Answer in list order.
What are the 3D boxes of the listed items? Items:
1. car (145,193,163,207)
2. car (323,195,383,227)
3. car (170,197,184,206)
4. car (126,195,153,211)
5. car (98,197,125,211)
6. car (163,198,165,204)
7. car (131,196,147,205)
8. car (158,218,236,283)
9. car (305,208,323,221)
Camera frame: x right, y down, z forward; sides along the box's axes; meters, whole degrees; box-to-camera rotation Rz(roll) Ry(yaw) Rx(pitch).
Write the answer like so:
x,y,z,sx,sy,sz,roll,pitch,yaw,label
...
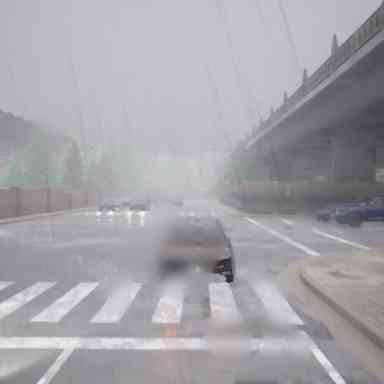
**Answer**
x,y,z,sx,sy,sz,roll,pitch,yaw,label
-6.185,1.207,50.494,2.150,2.045,5.566,0,0,1,car
12.081,1.216,22.040,5.566,2.045,2.150,0,0,0,car
-2.445,1.548,53.706,1.994,1.385,4.181,0,0,1,car
-6.360,1.493,40.641,1.837,1.490,4.892,0,0,1,car
-9.866,1.493,40.331,1.837,1.490,4.892,0,0,1,car
-5.961,1.546,60.467,1.994,1.385,4.181,0,0,2,car
-9.476,1.530,59.933,2.033,1.411,5.357,0,0,2,car
0.174,1.489,9.636,2.128,1.511,4.902,0,0,2,car
11.616,1.540,25.542,5.357,1.411,2.033,0,0,1,car
